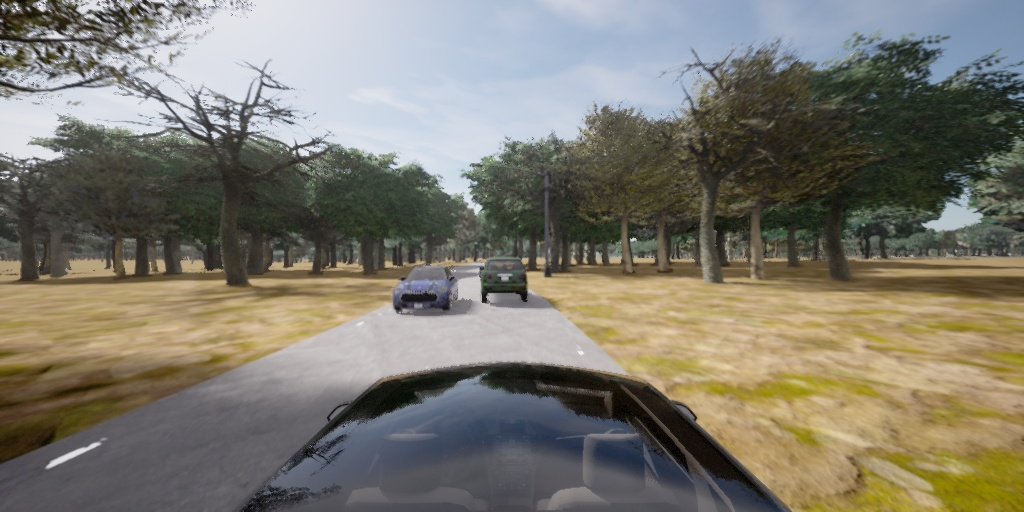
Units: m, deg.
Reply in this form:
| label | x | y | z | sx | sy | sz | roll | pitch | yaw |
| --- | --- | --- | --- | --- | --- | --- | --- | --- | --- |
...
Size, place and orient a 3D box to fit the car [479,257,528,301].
| label | x | y | z | sx | sy | sz | roll | pitch | yaw |
| --- | --- | --- | --- | --- | --- | --- | --- | --- | --- |
| car | -0.459 | 1.071 | 18.136 | 2.150 | 2.045 | 5.566 | 0 | 0 | -4 |

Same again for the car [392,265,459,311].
| label | x | y | z | sx | sy | sz | roll | pitch | yaw |
| --- | --- | --- | --- | --- | --- | --- | --- | --- | --- |
| car | -3.436 | 1.200 | 14.972 | 2.097 | 1.767 | 4.553 | 0 | 0 | -3 |
